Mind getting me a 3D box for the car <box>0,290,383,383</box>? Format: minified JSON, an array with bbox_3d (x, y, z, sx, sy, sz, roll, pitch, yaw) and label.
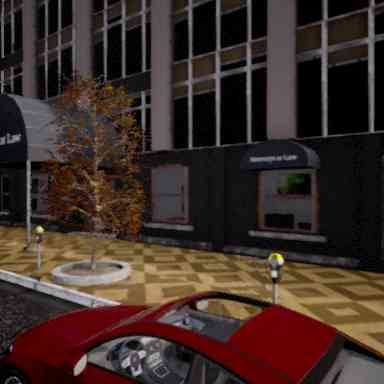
[{"bbox_3d":[0.010,1.579,2.867,4.206,1.307,1.802,0,0,36],"label":"car"}]
